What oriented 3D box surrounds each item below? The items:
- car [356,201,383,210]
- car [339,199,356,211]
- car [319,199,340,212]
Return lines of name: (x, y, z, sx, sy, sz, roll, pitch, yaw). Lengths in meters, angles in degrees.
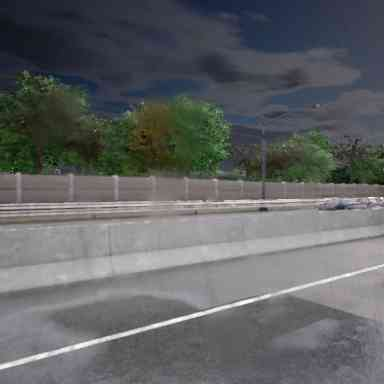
car: (16.445, 1.515, 28.485, 4.892, 1.490, 1.837, 0, 0, -35)
car: (17.064, 1.576, 33.195, 4.181, 1.385, 1.994, 0, 0, -35)
car: (16.028, 1.538, 36.744, 4.674, 1.442, 1.812, 0, 0, -35)
